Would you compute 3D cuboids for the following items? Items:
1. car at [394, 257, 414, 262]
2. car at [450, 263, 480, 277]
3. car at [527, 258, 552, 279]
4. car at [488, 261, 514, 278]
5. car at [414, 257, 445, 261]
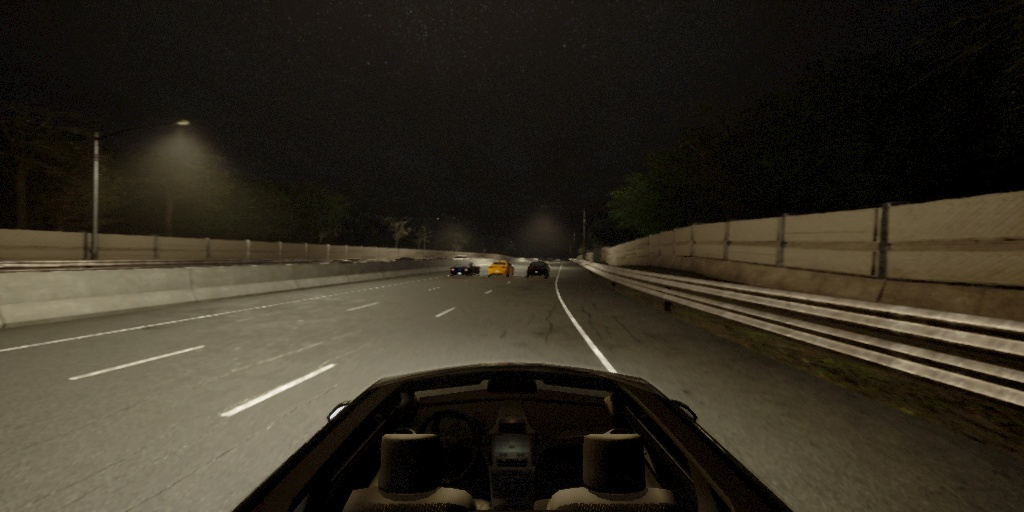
[{"bbox_3d":[-15.944,0.934,53.239,2.097,1.767,4.553,1,0,9],"label":"car"},{"bbox_3d":[-4.435,1.303,34.741,1.895,1.301,4.718,1,0,8],"label":"car"},{"bbox_3d":[2.492,1.252,33.728,1.882,1.535,5.008,1,0,8],"label":"car"},{"bbox_3d":[-0.974,1.216,34.230,1.882,1.535,5.008,1,0,8],"label":"car"},{"bbox_3d":[-12.287,1.167,53.948,2.033,1.411,5.357,1,0,9],"label":"car"}]
